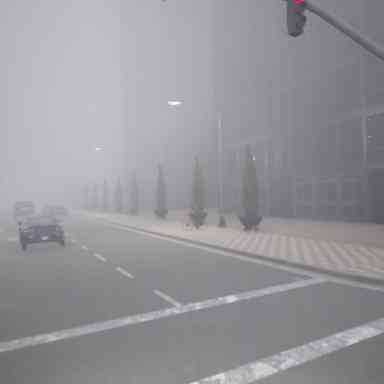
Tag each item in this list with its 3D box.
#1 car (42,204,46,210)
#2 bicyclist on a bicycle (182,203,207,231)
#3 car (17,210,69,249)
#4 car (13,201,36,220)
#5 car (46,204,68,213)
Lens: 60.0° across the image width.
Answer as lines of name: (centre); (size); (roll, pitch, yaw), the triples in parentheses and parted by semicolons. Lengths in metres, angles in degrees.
car: (-20.705, 2.452, 48.337); (1.837, 1.490, 4.892); (-1, -1, -28)
bicyclist on a bicycle: (0.159, 1.472, 19.652); (1.656, 1.620, 0.582); (-1, -1, -28)
car: (-7.447, 1.841, 16.407); (1.812, 1.442, 4.674); (-1, -1, -28)
car: (-19.329, 2.040, 38.454); (2.150, 2.045, 5.566); (-1, 0, -28)
car: (-15.752, 2.244, 39.179); (1.837, 1.490, 4.892); (-1, -1, -28)
